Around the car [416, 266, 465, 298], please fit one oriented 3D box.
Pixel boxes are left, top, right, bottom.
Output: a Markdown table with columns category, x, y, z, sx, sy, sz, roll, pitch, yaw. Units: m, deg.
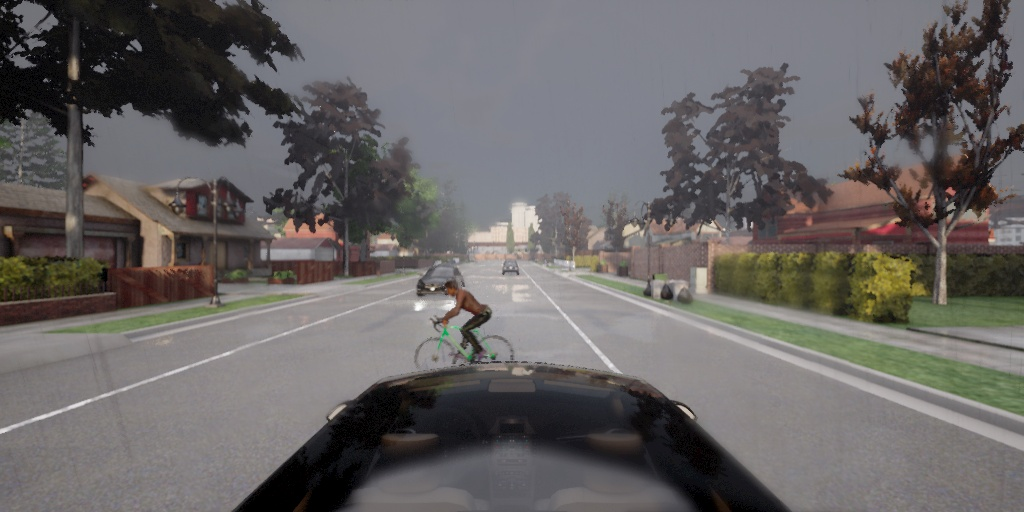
| category | x | y | z | sx | sy | sz | roll | pitch | yaw |
| --- | --- | --- | --- | --- | --- | --- | --- | --- | --- |
| car | -3.644 | 1.277 | 18.884 | 1.837 | 1.490 | 4.892 | 0 | 0 | 0 |

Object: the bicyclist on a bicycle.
| category | x | y | z | sx | sy | sz | roll | pitch | yaw |
| --- | --- | --- | --- | --- | --- | --- | --- | --- | --- |
| bicyclist on a bicycle | -0.806 | 1.210 | 5.939 | 1.656 | 1.620 | 0.582 | -2 | 0 | 0 |

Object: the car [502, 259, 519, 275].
| category | x | y | z | sx | sy | sz | roll | pitch | yaw |
| --- | --- | --- | --- | --- | --- | --- | --- | --- | --- |
| car | -0.144 | 1.337 | 40.327 | 2.033 | 1.411 | 5.357 | 0 | 0 | 0 |
